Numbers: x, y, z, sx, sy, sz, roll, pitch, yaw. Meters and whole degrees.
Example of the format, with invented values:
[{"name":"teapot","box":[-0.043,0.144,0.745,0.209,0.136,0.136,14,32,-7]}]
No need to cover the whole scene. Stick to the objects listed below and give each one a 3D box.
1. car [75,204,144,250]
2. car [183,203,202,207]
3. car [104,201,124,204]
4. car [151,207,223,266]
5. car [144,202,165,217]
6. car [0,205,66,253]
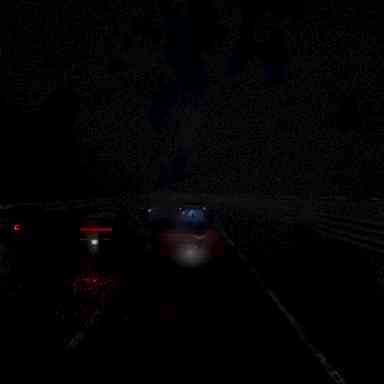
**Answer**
[{"name":"car","box":[-3.445,1.489,14.200,1.837,1.490,4.892,0,1,0]},{"name":"car","box":[0.017,1.520,25.349,2.033,1.411,5.357,0,0,1]},{"name":"car","box":[-6.960,1.517,29.514,1.994,1.385,4.181,0,1,0]},{"name":"car","box":[0.032,1.475,11.494,2.128,1.511,4.902,0,0,1]},{"name":"car","box":[-3.459,1.534,29.674,1.994,1.385,4.181,0,0,0]},{"name":"car","box":[-6.950,1.315,13.784,2.097,1.767,4.553,0,0,0]}]
